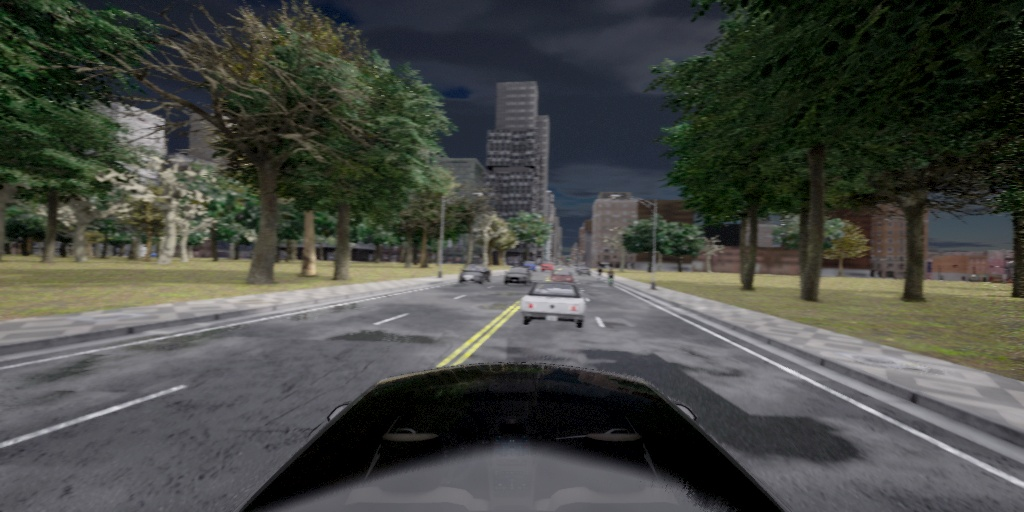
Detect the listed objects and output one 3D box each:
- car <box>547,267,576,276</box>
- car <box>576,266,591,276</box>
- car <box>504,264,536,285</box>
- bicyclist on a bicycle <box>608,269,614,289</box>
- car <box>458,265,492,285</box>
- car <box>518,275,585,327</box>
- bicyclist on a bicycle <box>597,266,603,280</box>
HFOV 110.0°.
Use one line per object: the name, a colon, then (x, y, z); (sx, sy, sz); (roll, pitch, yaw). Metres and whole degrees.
car: (4.203, 1.864, 30.345); (1.895, 1.301, 4.718); (2, -1, 9)
car: (11.661, 2.424, 57.811); (2.128, 1.511, 4.902); (2, -1, 9)
car: (0.549, 1.612, 29.233); (1.837, 1.490, 4.892); (2, -1, 9)
bicyclist on a bicycle: (8.186, 1.861, 29.622); (0.582, 1.620, 1.656); (2, -1, 9)
car: (-2.837, 1.458, 28.559); (2.128, 1.511, 4.902); (2, -1, 9)
car: (1.487, 1.533, 12.457); (1.895, 1.301, 4.718); (2, -1, 9)
bicyclist on a bicycle: (9.720, 1.974, 39.702); (0.659, 1.776, 1.843); (2, -1, 9)
